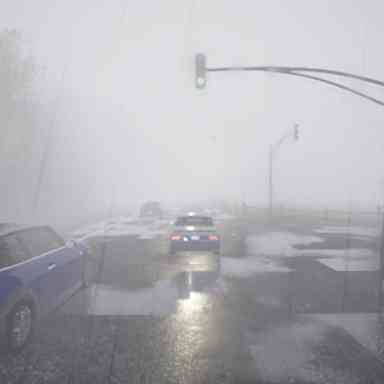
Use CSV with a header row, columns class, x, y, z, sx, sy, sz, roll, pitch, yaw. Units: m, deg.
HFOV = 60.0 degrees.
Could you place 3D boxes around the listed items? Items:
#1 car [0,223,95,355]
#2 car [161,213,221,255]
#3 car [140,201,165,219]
class,x,y,z,sx,sy,sz,roll,pitch,yaw
car,-3.400,1.347,6.246,2.097,1.767,4.553,0,0,0
car,0.099,1.539,13.296,2.033,1.411,5.357,0,0,0
car,-3.402,1.503,28.970,1.812,1.442,4.674,0,0,0
